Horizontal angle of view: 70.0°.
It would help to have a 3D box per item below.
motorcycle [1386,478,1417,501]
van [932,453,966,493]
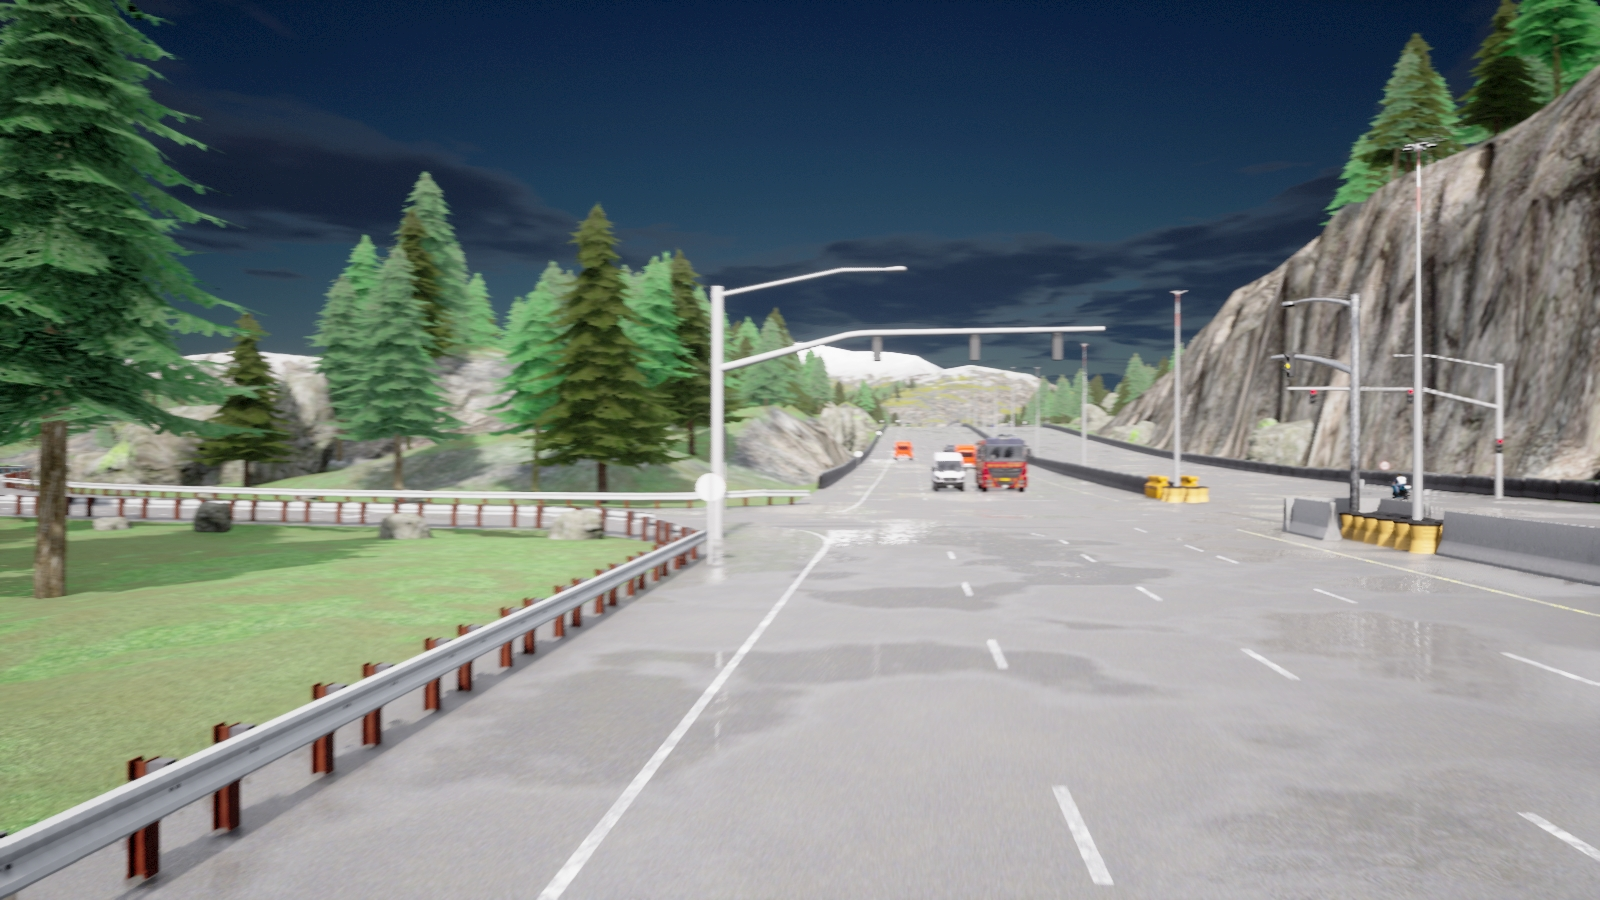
[{"bbox_3d":[33.568,2.216,63.824,0.803,1.217,2.033,-1,0,6],"label":"motorcycle"},{"bbox_3d":[10.006,1.475,77.208,1.988,2.561,5.915,0,0,4],"label":"van"}]
